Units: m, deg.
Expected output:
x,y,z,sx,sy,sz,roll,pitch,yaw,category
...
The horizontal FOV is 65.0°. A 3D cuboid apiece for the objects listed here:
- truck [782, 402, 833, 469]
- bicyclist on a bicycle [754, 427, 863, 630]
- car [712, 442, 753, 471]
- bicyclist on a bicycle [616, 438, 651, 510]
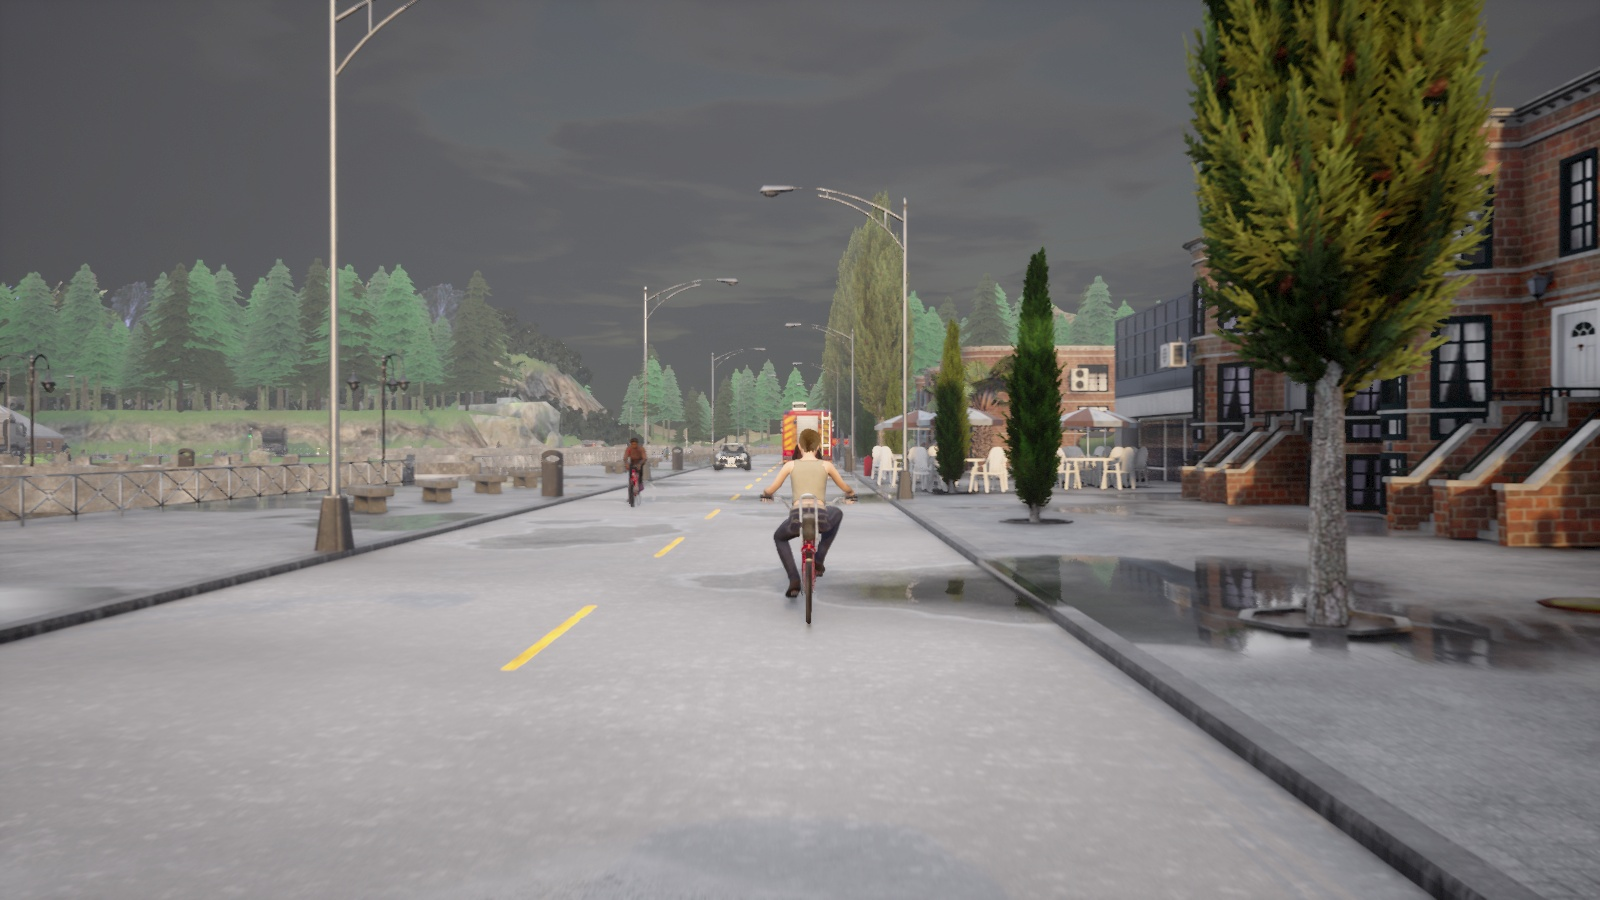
x,y,z,sx,sy,sz,roll,pitch,yaw,category
0.432,-0.841,75.184,2.891,3.827,8.468,0,0,0,truck
0.075,0.622,10.743,0.866,1.612,1.509,0,0,0,bicyclist on a bicycle
-3.610,0.328,67.524,1.970,1.475,3.806,0,0,0,car
-3.823,0.533,28.978,0.582,1.620,1.656,0,1,0,bicyclist on a bicycle
